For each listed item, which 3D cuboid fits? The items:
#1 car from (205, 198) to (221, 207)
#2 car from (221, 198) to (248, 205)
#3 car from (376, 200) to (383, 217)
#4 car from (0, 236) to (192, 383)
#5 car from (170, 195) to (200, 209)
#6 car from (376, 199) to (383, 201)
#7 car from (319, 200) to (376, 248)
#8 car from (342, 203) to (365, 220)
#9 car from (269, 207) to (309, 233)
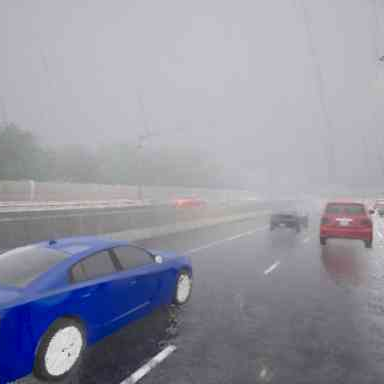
[{"bbox_3d":[3.633,1.594,47.618,2.097,1.767,4.553,1,0,27],"label":"car"},{"bbox_3d":[6.019,1.615,44.590,2.097,1.767,4.553,1,0,27],"label":"car"},{"bbox_3d":[21.706,1.967,36.553,1.994,1.385,4.181,1,0,27],"label":"car"},{"bbox_3d":[-1.719,1.500,5.707,1.882,1.535,5.008,1,0,27],"label":"car"},{"bbox_3d":[-0.880,1.422,46.468,2.150,2.045,5.566,1,0,27],"label":"car"},{"bbox_3d":[29.411,1.850,51.808,2.097,1.767,4.553,1,0,27],"label":"car"},{"bbox_3d":[7.613,1.424,16.361,2.150,2.045,5.566,1,0,27],"label":"car"},{"bbox_3d":[16.162,1.912,33.215,1.994,1.385,4.181,1,0,27],"label":"car"},{"bbox_3d":[6.403,1.717,21.714,1.837,1.490,4.892,1,0,27],"label":"car"}]
